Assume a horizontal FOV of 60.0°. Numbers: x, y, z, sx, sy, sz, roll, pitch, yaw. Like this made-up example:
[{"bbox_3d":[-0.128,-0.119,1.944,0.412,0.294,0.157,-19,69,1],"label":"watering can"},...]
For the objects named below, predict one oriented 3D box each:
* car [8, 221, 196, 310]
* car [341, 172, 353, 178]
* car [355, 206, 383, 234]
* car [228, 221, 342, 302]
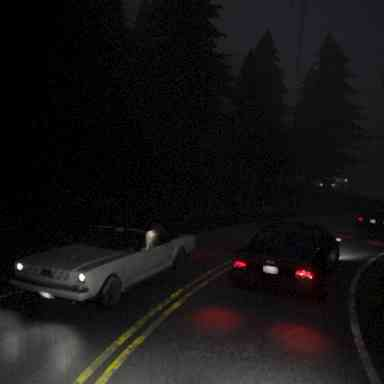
[{"bbox_3d":[-1.629,1.419,7.745,1.895,1.301,4.718,2,2,24],"label":"car"},{"bbox_3d":[29.847,-3.386,64.889,1.895,1.301,4.718,5,8,41],"label":"car"},{"bbox_3d":[10.191,1.314,15.971,5.357,1.411,2.033,-1,5,-29],"label":"car"},{"bbox_3d":[2.602,1.458,8.419,2.033,1.411,5.357,3,2,27],"label":"car"}]
